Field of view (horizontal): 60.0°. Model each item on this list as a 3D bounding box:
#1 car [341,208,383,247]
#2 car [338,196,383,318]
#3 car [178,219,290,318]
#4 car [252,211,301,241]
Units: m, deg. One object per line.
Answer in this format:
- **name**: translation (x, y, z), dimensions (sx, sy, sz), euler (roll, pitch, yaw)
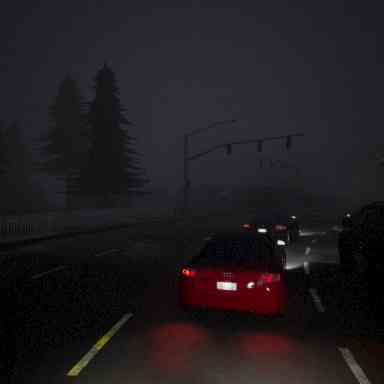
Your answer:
- **car**: translation (8.359, 1.564, 15.812), dimensions (1.994, 1.385, 4.181), euler (0, 0, 28)
- **car**: translation (4.701, 1.221, 7.219), dimensions (2.150, 2.045, 5.566), euler (0, 0, 15)
- **car**: translation (1.123, 1.564, 7.577), dimensions (1.994, 1.385, 4.181), euler (0, 0, 15)
- **car**: translation (3.780, 1.564, 15.549), dimensions (1.994, 1.385, 4.181), euler (0, 0, 26)
